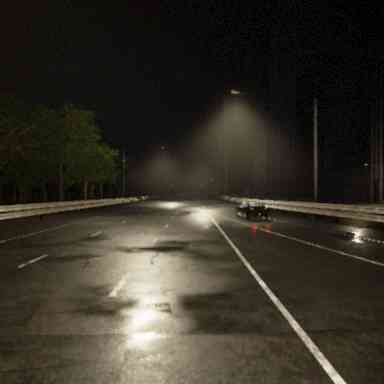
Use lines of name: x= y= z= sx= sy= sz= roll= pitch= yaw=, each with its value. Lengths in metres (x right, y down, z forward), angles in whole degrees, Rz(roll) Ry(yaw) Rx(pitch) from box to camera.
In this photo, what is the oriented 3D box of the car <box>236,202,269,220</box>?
car: x=5.093 y=1.568 z=28.717 sx=2.128 sy=1.511 sz=4.902 roll=0 pitch=0 yaw=-6
